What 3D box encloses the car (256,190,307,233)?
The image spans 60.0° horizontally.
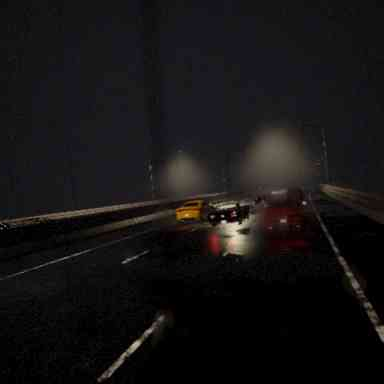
[{"bbox_3d":[4.644,0.994,16.555,1.882,1.535,5.008,-6,0,18],"label":"car"}]

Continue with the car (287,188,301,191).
[{"bbox_3d":[11.907,0.268,38.575,1.882,1.535,5.008,-6,0,19],"label":"car"}]

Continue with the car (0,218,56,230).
[{"bbox_3d":[-11.567,2.658,23.624,2.128,1.511,4.902,-6,0,18],"label":"car"}]

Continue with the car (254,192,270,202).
[{"bbox_3d":[8.798,0.710,40.246,1.895,1.301,4.718,-6,0,19],"label":"car"}]

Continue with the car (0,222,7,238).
[{"bbox_3d":[-17.805,3.404,26.948,1.895,1.301,4.718,-6,0,18],"label":"car"}]

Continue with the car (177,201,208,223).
[{"bbox_3d":[0.399,1.428,26.027,1.882,1.535,5.008,-6,0,18],"label":"car"}]

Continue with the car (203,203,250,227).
[{"bbox_3d":[2.472,1.339,21.113,1.895,1.301,4.718,-6,0,18],"label":"car"}]
